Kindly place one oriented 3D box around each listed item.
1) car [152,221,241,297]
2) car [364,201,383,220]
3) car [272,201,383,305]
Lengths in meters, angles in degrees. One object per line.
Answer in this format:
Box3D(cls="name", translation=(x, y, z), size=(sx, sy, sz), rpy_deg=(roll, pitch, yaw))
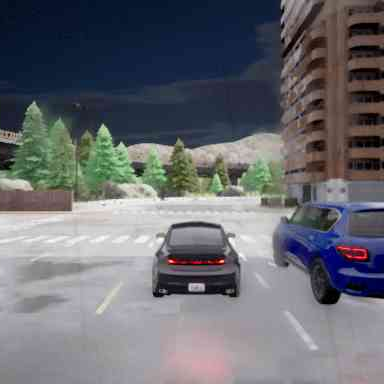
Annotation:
Box3D(cls="car", translation=(0.101, 1.501, 8.530), size=(1.837, 1.490, 4.892), rpy_deg=(0, 0, 0))
Box3D(cls="car", translation=(17.300, 1.547, 27.856), size=(4.892, 1.490, 1.837), rpy_deg=(0, 0, 0))
Box3D(cls="car", translation=(3.601, 1.218, 8.228), size=(2.150, 2.045, 5.566), rpy_deg=(0, 0, 0))
